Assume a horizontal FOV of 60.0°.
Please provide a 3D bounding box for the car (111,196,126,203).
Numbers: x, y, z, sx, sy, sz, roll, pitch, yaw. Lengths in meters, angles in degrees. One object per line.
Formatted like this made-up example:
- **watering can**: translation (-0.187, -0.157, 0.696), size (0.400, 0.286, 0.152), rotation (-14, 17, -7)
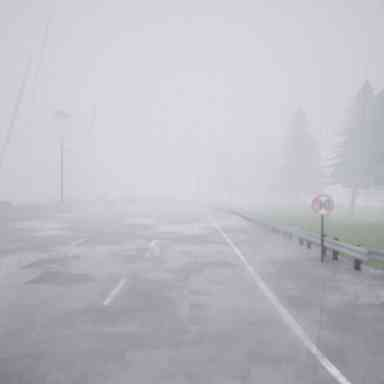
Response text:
- **car**: translation (-15.732, 1.623, 71.088), size (1.837, 1.490, 4.892), rotation (0, 0, -30)

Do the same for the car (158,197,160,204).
- **car**: translation (-6.810, 1.783, 68.355), size (1.837, 1.490, 4.892), rotation (0, 0, -26)

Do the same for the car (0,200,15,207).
- **car**: translation (-21.061, 1.625, 35.764), size (1.882, 1.535, 5.008), rotation (0, 0, 0)

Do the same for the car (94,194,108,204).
- **car**: translation (-18.895, 1.343, 69.585), size (2.150, 2.045, 5.566), rotation (0, 0, -30)

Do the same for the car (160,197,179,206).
- **car**: translation (-3.776, 1.597, 59.634), size (2.097, 1.767, 4.553), rotation (0, 0, -18)

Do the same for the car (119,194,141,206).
- **car**: translation (-11.611, 1.473, 61.214), size (2.150, 2.045, 5.566), rotation (0, 0, -22)

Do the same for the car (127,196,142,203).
- **car**: translation (-12.584, 1.653, 72.617), size (1.812, 1.442, 4.674), rotation (0, 0, -30)

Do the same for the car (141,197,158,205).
- **car**: translation (-8.609, 1.738, 63.214), size (1.882, 1.535, 5.008), rotation (0, 0, -22)

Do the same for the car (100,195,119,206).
- **car**: translation (-14.932, 1.725, 60.115), size (1.882, 1.535, 5.008), rotation (0, 0, -22)
